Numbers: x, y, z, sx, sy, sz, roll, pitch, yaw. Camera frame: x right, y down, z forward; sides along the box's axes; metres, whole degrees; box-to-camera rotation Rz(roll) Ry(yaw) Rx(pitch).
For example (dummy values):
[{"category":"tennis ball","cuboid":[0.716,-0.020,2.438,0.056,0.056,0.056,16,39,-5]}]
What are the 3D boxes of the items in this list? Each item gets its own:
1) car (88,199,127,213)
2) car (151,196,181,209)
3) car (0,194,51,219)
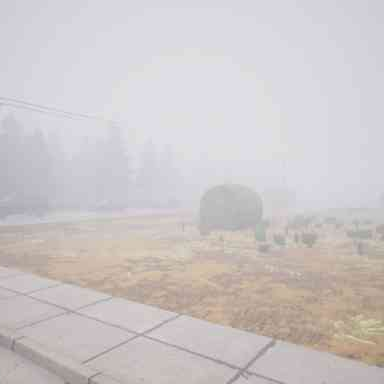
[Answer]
[{"category":"car","cuboid":[-9.526,1.549,37.740,1.812,1.442,4.674,0,0,37]},{"category":"car","cuboid":[-3.559,1.375,45.816,2.097,1.767,4.553,0,0,37]},{"category":"car","cuboid":[-15.476,1.245,29.693,2.150,2.045,5.566,0,0,36]}]
